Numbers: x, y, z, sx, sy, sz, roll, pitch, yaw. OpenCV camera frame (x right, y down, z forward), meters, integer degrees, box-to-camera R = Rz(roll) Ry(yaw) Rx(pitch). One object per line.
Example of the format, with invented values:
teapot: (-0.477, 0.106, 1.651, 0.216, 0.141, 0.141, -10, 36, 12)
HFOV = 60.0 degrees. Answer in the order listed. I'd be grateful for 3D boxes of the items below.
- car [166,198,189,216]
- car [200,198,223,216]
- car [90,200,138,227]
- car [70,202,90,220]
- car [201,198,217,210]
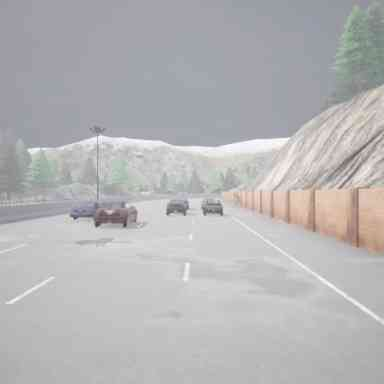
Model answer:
car: (-1.486, 1.505, 32.961, 1.837, 1.490, 4.892, 0, 0, 0)
car: (2.013, 1.491, 32.777, 2.128, 1.511, 4.902, 0, 0, 1)
car: (-5.117, 1.352, 22.986, 2.097, 1.767, 4.553, 0, 0, 1)
car: (-8.554, 1.547, 28.053, 2.033, 1.411, 5.357, 0, 0, 1)
car: (2.148, 1.525, 43.227, 1.812, 1.442, 4.674, 0, 0, 1)
